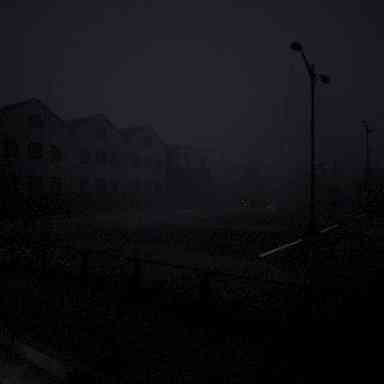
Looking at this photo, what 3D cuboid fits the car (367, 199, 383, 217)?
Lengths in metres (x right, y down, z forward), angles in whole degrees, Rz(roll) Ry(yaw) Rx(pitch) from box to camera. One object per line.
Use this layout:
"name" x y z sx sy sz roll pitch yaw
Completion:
"car" 15.431 1.297 26.801 2.007 1.523 4.514 0 0 35

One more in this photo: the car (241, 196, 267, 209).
"car" 7.981 1.309 42.806 1.837 1.490 4.892 0 0 35
